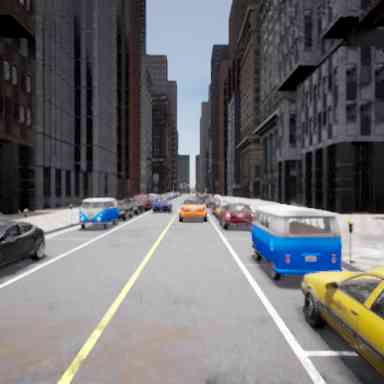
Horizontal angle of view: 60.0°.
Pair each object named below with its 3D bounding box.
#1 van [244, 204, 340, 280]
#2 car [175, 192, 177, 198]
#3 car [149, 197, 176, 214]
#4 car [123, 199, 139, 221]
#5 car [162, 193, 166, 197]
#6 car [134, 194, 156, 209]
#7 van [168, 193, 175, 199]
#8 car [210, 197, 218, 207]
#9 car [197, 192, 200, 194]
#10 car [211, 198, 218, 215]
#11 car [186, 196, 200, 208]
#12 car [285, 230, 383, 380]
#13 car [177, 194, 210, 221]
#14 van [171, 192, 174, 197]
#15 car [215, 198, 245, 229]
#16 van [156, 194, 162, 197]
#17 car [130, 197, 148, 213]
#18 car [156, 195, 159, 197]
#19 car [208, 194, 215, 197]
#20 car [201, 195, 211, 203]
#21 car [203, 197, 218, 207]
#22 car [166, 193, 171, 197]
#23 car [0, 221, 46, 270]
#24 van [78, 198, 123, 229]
[{"bbox_3d":[2.756,1.315,9.573,1.690,1.788,3.998,0,0,0],"label":"van"},{"bbox_3d":[-5.790,1.320,88.472,2.008,1.369,4.403,0,0,0],"label":"car"},{"bbox_3d":[-3.011,1.508,34.613,1.895,1.301,4.718,0,0,0],"label":"car"},{"bbox_3d":[-5.773,1.495,26.469,1.947,1.339,4.313,0,0,0],"label":"car"},{"bbox_3d":[-5.781,1.295,54.653,1.967,1.590,4.097,0,0,0],"label":"car"},{"bbox_3d":[-5.777,1.214,37.742,2.192,1.841,5.009,0,0,0],"label":"car"},{"bbox_3d":[-5.793,1.098,94.109,1.690,1.788,3.998,0,0,0],"label":"van"},{"bbox_3d":[2.750,1.464,32.119,2.008,1.369,4.403,0,0,0],"label":"car"},{"bbox_3d":[2.738,1.236,77.209,1.967,1.590,4.097,0,0,0],"label":"car"},{"bbox_3d":[2.752,1.453,26.653,1.752,1.417,4.829,0,0,0],"label":"car"},{"bbox_3d":[0.086,1.381,46.084,1.837,1.490,4.892,0,0,0],"label":"car"},{"bbox_3d":[2.758,1.514,4.108,1.752,1.417,4.829,0,0,0],"label":"car"},{"bbox_3d":[0.093,1.280,26.396,2.097,1.767,4.553,0,0,0],"label":"car"},{"bbox_3d":[-5.788,1.137,77.199,1.690,1.788,3.998,0,0,0],"label":"van"},{"bbox_3d":[2.753,1.384,20.846,1.967,1.590,4.097,0,0,0],"label":"car"},{"bbox_3d":[-5.780,1.210,49.016,1.690,1.788,3.998,0,0,0],"label":"van"},{"bbox_3d":[-5.774,1.480,32.106,1.947,1.339,4.313,0,0,0],"label":"car"},{"bbox_3d":[-5.778,1.429,43.380,1.887,1.381,4.507,0,0,0],"label":"car"},{"bbox_3d":[2.747,1.324,43.391,1.967,1.590,4.097,0,0,0],"label":"car"},{"bbox_3d":[2.741,1.391,65.937,1.947,1.339,4.313,0,0,0],"label":"car"},{"bbox_3d":[2.746,1.435,49.028,1.947,1.339,4.313,0,0,0],"label":"car"},{"bbox_3d":[-5.784,1.265,65.926,1.967,1.590,4.097,0,0,0],"label":"car"},{"bbox_3d":[-5.768,1.540,9.559,1.947,1.339,4.313,0,0,0],"label":"car"},{"bbox_3d":[-5.772,1.285,20.832,1.690,1.788,3.998,0,0,0],"label":"van"}]
